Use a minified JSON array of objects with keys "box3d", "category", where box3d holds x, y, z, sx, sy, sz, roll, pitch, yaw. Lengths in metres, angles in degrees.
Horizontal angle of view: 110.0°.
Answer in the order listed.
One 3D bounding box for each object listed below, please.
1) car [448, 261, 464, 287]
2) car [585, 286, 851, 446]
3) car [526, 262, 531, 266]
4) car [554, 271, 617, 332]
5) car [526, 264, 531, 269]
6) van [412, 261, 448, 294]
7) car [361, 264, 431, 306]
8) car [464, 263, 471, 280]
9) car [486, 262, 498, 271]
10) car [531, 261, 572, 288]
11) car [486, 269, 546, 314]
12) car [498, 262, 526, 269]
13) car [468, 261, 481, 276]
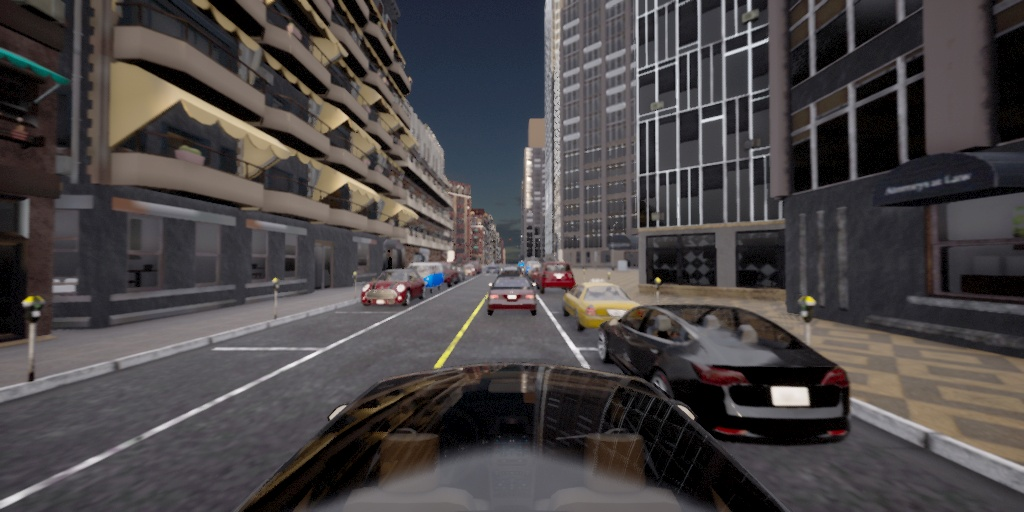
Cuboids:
[{"box3d":[-5.314,1.336,27.519,2.192,1.841,5.009,0,0,0],"category":"car"},{"box3d":[2.566,1.353,5.384,1.948,1.339,4.313,0,0,0],"category":"car"},{"box3d":[2.567,1.668,38.767,1.751,1.417,4.829,0,0,0],"category":"car"},{"box3d":[2.566,1.370,11.090,1.751,1.417,4.829,0,0,0],"category":"car"},{"box3d":[2.567,1.663,33.062,1.802,1.307,4.207,0,0,0],"category":"car"},{"box3d":[-5.314,1.303,21.983,1.690,1.789,3.998,0,0,0],"category":"van"},{"box3d":[-5.314,1.343,16.447,1.967,1.591,4.097,0,0,0],"category":"car"},{"box3d":[-5.314,1.631,33.056,2.007,1.370,4.403,0,0,0],"category":"car"},{"box3d":[-2.756,1.851,52.399,2.033,1.411,5.357,0,-1,0],"category":"car"},{"box3d":[2.566,1.276,21.991,2.192,1.841,5.009,0,0,0],"category":"car"},{"box3d":[0.012,1.429,14.386,2.033,1.411,5.357,0,-1,0],"category":"car"},{"box3d":[0.028,1.537,31.114,1.882,1.535,5.008,0,0,0],"category":"car"},{"box3d":[-5.313,1.646,44.125,1.967,1.591,4.097,0,0,0],"category":"car"}]
